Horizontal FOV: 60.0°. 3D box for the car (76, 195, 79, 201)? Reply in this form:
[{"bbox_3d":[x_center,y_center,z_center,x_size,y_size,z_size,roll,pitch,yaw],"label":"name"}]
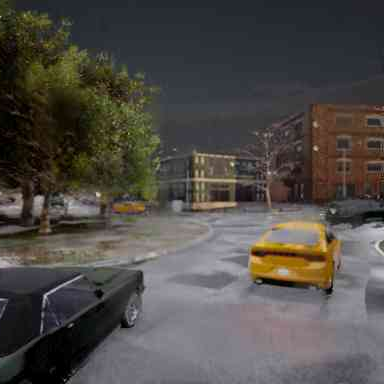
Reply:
[{"bbox_3d":[-27.198,2.135,87.846,5.008,1.535,2.097,1,0,-21],"label":"car"}]

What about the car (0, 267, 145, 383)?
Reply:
[{"bbox_3d":[-2.127,1.639,4.288,1.895,1.301,4.718,0,-1,10],"label":"car"}]

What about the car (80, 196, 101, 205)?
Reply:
[{"bbox_3d":[-21.170,2.170,72.289,4.792,1.488,2.163,1,0,-21],"label":"car"}]

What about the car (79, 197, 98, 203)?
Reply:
[{"bbox_3d":[-28.150,2.128,90.324,4.892,1.521,2.231,1,0,-21],"label":"car"}]

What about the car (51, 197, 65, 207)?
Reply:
[{"bbox_3d":[-25.147,1.794,62.316,2.150,2.045,5.566,0,0,-25],"label":"car"}]

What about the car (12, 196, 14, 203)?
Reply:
[{"bbox_3d":[-44.602,1.966,76.973,4.892,1.521,2.231,1,0,-21],"label":"car"}]

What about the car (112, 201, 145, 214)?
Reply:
[{"bbox_3d":[-8.440,1.982,43.409,5.008,1.535,1.882,0,-1,31],"label":"car"}]

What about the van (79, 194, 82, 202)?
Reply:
[{"bbox_3d":[-24.275,1.930,80.033,4.442,1.987,1.878,1,0,-21],"label":"van"}]

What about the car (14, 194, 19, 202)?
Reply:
[{"bbox_3d":[-46.624,1.699,82.102,5.566,2.045,2.435,1,0,-21],"label":"car"}]

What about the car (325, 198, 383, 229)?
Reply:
[{"bbox_3d":[12.334,1.471,24.328,5.566,2.045,2.150,-1,0,-24],"label":"car"}]

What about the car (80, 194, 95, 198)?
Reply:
[{"bbox_3d":[-23.083,2.029,77.377,4.553,1.767,2.185,1,0,-21],"label":"car"}]

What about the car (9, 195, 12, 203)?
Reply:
[{"bbox_3d":[-43.562,1.842,74.414,4.553,1.767,2.185,1,0,-21],"label":"car"}]

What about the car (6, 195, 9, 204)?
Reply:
[{"bbox_3d":[-41.594,1.969,69.264,5.008,1.535,2.097,1,0,-21],"label":"car"}]

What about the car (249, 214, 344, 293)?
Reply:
[{"bbox_3d":[3.100,1.603,9.424,1.882,1.535,5.008,0,-1,27],"label":"car"}]

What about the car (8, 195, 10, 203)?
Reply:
[{"bbox_3d":[-42.588,2.008,71.834,4.674,1.452,2.002,1,0,-21],"label":"car"}]

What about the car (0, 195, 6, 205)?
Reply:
[{"bbox_3d":[-40.555,1.839,66.704,4.553,1.767,2.185,1,0,-21],"label":"car"}]
